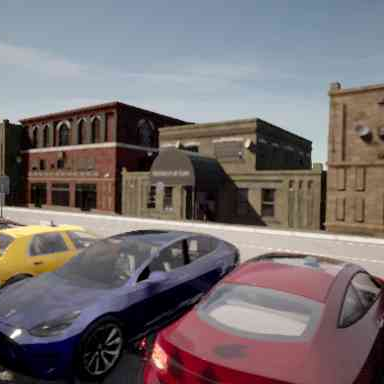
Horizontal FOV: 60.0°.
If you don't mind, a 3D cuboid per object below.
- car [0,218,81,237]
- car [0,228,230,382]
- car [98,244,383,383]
[{"bbox_3d":[-3.020,1.394,7.544,1.946,1.575,5.366,1,0,36],"label":"car"},{"bbox_3d":[-0.883,1.461,5.749,2.163,1.488,4.792,1,1,36],"label":"car"},{"bbox_3d":[1.395,1.505,4.151,2.002,1.452,4.674,1,1,36],"label":"car"}]
